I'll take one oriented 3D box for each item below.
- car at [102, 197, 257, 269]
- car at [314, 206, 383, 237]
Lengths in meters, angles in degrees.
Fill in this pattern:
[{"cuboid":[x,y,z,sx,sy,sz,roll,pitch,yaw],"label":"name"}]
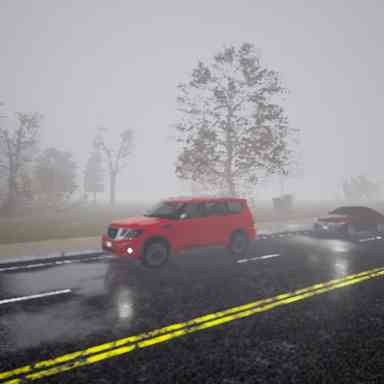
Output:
[{"cuboid":[-0.215,1.200,11.494,5.566,2.045,2.150,0,0,-36],"label":"car"},{"cuboid":[8.437,1.460,17.647,4.674,1.442,1.812,0,0,-35],"label":"car"}]
